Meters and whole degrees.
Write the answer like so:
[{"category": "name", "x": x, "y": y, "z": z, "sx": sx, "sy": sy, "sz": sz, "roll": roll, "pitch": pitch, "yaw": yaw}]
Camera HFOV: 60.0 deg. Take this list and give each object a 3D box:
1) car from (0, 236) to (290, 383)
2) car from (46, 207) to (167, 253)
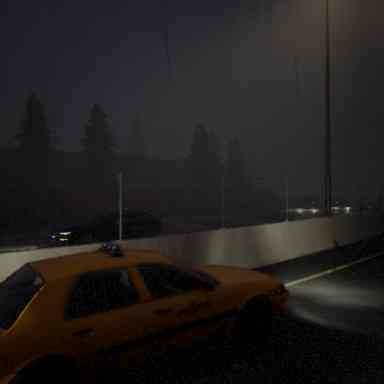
[{"category": "car", "x": -0.826, "y": 1.456, "z": 4.589, "sx": 5.366, "sy": 1.575, "sz": 1.801, "roll": 0, "pitch": 0, "yaw": -37}, {"category": "car", "x": -3.631, "y": 1.508, "z": 14.728, "sx": 4.892, "sy": 1.490, "sz": 1.837, "roll": 0, "pitch": 0, "yaw": -40}]
